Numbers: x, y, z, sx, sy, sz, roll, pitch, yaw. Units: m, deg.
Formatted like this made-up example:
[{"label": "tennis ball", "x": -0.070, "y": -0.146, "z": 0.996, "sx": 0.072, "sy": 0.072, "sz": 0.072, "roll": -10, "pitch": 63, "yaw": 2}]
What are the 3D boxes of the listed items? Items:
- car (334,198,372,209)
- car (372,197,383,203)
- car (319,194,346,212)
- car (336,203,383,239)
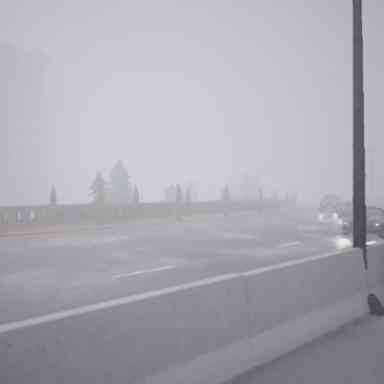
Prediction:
[{"label": "car", "x": 13.917, "y": 1.503, "z": 28.573, "sx": 1.837, "sy": 1.490, "sz": 4.892, "roll": 0, "pitch": 0, "yaw": 35}, {"label": "car", "x": 30.069, "y": 1.512, "z": 53.462, "sx": 1.812, "sy": 1.442, "sz": 4.674, "roll": -1, "pitch": 0, "yaw": 18}, {"label": "car", "x": 16.237, "y": 1.256, "z": 38.718, "sx": 2.150, "sy": 2.045, "sz": 5.566, "roll": 0, "pitch": -1, "yaw": 29}, {"label": "car", "x": 9.522, "y": 1.511, "z": 17.611, "sx": 1.812, "sy": 1.442, "sz": 4.674, "roll": 0, "pitch": 0, "yaw": 42}]
